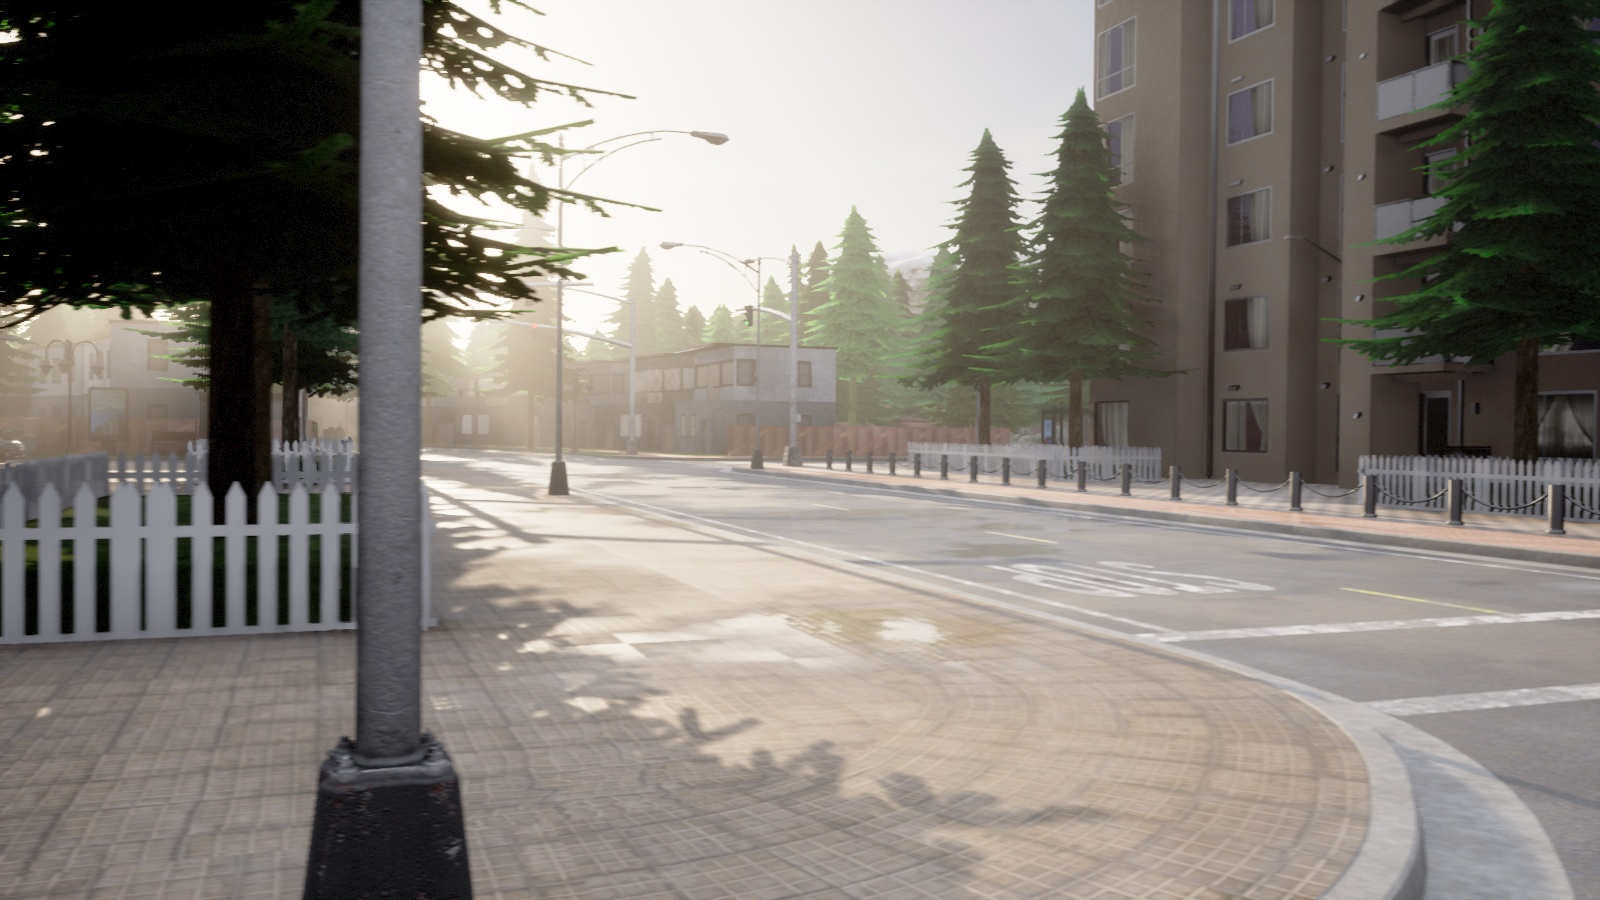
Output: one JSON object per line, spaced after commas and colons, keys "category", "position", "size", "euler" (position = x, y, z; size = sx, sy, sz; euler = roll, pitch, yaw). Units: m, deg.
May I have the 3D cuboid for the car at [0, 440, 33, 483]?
{"category": "car", "position": [-29.647, 0.422, 43.553], "size": [4.892, 1.490, 1.837], "euler": [-1, 1, -20]}
